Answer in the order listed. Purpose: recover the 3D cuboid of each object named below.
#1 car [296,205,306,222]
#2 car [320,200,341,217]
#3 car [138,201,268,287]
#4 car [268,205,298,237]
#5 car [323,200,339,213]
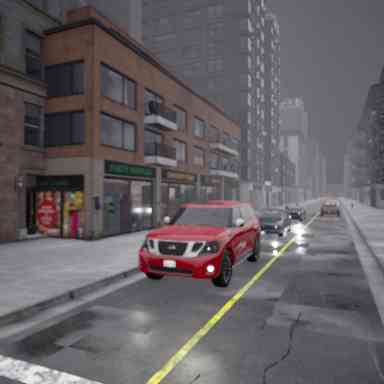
[{"bbox_3d":[8.809,1.840,28.962,1.895,1.301,4.718,0,0,24],"label":"car"},{"bbox_3d":[14.609,1.781,35.063,2.128,1.511,4.902,0,0,24],"label":"car"},{"bbox_3d":[0.592,1.304,10.114,2.150,2.045,5.566,0,-1,24],"label":"car"},{"bbox_3d":[4.684,1.709,19.512,2.033,1.411,5.357,0,0,24],"label":"car"},{"bbox_3d":[18.729,1.841,44.644,1.882,1.535,5.008,0,0,24],"label":"car"}]
